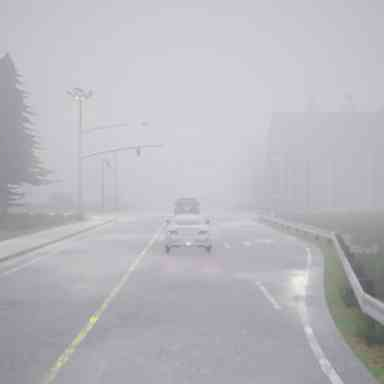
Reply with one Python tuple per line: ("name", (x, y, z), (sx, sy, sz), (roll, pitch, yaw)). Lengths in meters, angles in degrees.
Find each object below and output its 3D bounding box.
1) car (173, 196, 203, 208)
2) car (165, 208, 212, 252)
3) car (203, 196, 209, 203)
("car", (-0.452, 1.482, 29.074), (2.150, 2.045, 5.566), (0, 0, -1))
("car", (-0.169, 1.658, 14.465), (1.812, 1.442, 4.674), (0, 0, -1))
("car", (2.611, 1.929, 86.353), (1.905, 1.878, 3.866), (-7, 3, -43))
